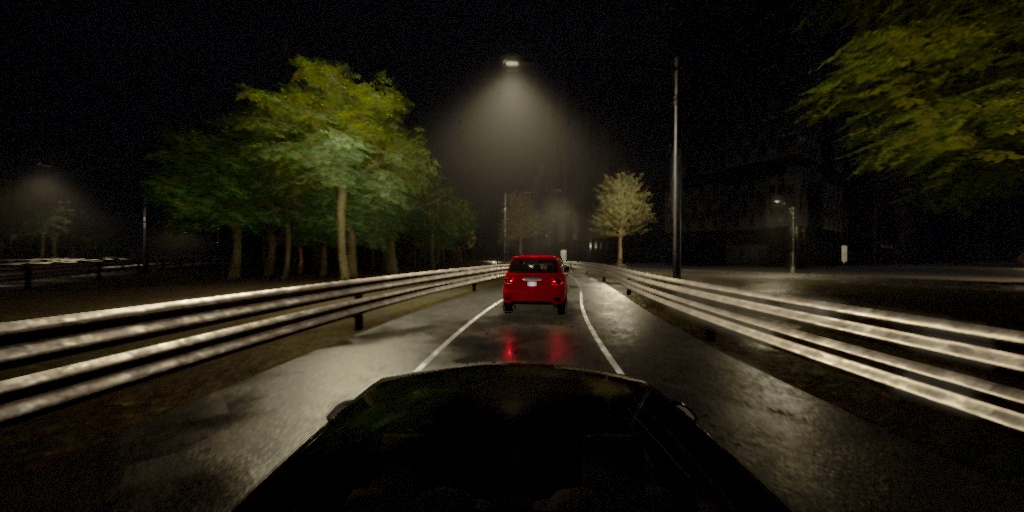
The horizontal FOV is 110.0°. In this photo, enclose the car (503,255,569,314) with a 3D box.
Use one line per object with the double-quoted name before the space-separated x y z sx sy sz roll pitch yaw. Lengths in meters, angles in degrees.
"car" 1.055 0.995 14.138 2.150 2.045 5.566 0 0 9
